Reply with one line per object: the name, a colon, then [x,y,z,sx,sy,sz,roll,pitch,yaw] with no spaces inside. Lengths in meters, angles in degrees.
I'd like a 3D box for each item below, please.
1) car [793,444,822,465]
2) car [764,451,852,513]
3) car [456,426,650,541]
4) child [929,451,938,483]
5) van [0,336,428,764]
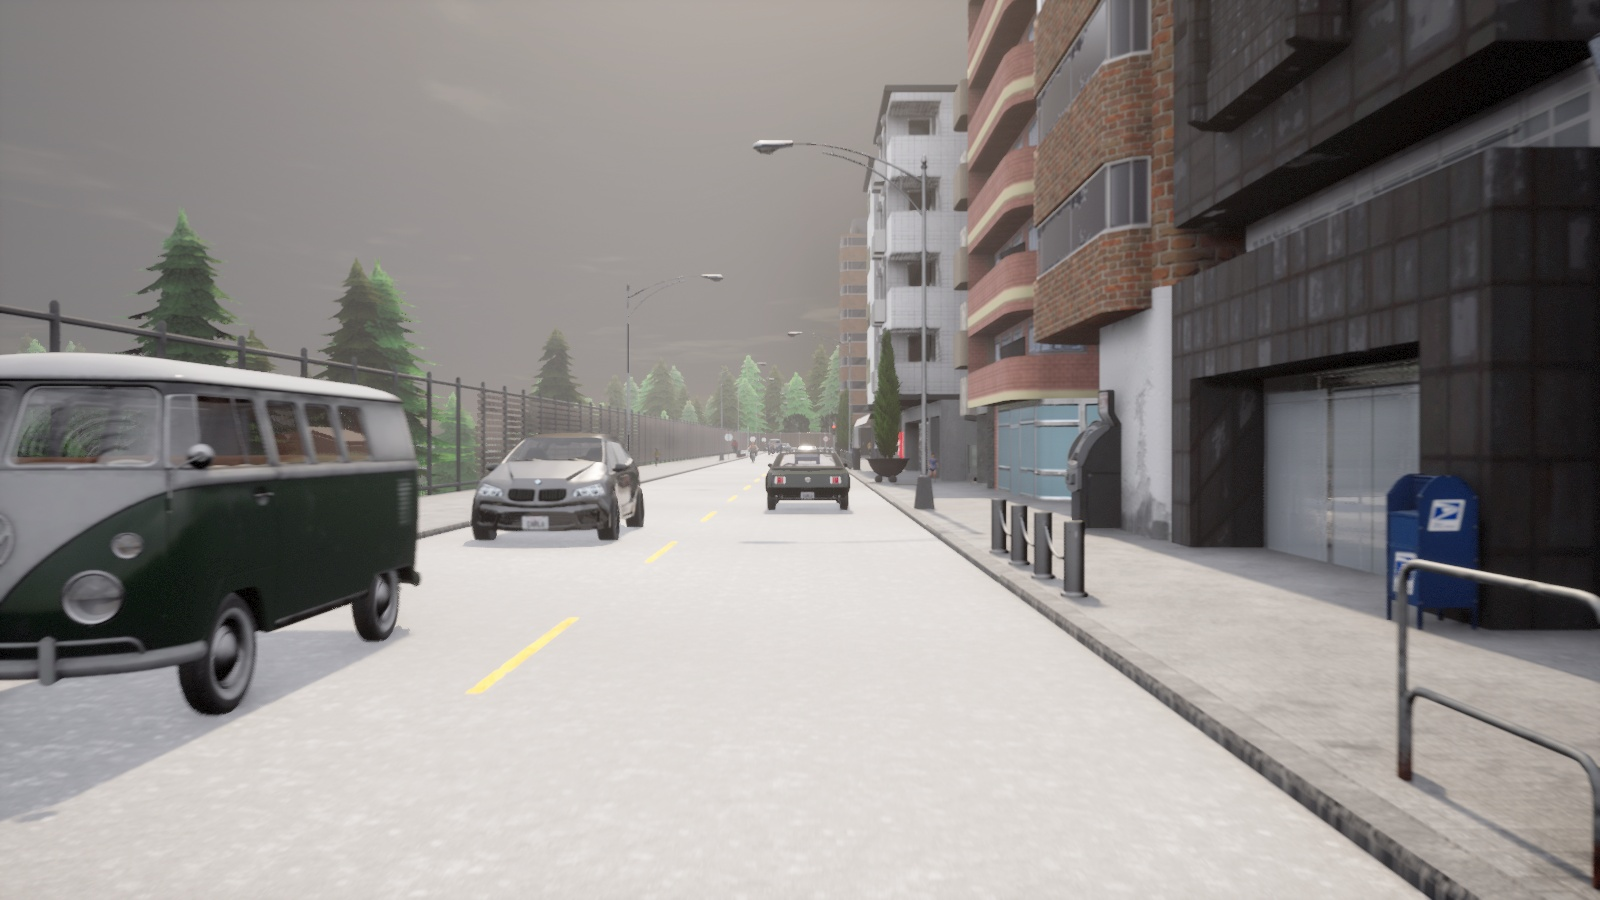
car: [0.514,0.289,89.754,2.033,1.411,5.357,0,0,0]
car: [0.178,0.682,29.278,1.895,1.301,4.718,0,0,0]
car: [-3.869,0.472,20.550,2.242,1.667,4.611,0,0,0]
child: [4.629,0.594,43.662,0.255,1.110,0.394,0,0,-4]
van: [-3.938,0.451,8.046,1.775,1.987,4.442,0,0,0]
